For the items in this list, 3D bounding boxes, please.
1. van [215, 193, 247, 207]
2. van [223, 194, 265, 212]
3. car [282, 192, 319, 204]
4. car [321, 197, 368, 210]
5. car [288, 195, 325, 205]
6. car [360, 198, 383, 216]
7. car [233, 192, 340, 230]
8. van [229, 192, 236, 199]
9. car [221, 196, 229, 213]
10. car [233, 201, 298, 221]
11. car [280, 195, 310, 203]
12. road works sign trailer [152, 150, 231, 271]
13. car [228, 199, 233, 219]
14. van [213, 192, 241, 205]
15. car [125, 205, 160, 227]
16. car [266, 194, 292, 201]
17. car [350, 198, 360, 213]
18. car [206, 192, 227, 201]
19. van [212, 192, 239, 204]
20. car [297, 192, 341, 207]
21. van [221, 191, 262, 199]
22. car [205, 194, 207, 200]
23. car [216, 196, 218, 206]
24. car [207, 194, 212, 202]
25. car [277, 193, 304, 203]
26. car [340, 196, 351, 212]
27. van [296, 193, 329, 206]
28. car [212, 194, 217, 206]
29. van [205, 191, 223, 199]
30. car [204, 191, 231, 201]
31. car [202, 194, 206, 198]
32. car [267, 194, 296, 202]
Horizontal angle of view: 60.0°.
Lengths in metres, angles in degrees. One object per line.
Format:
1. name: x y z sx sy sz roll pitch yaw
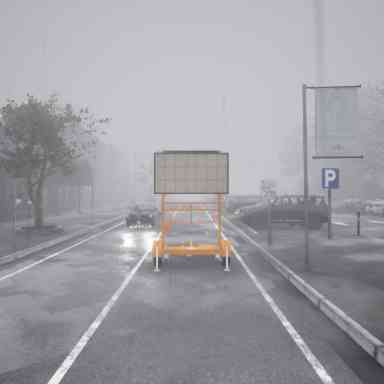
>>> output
1. van: 5.712 1.131 48.617 4.442 1.987 1.878 0 0 0
2. van: 5.751 1.199 37.397 4.442 1.987 1.878 0 0 0
3. car: 18.672 1.021 57.578 5.566 2.045 2.435 0 1 0
4. car: 18.672 1.443 40.919 4.792 1.488 2.163 0 0 0
5. car: 18.839 1.296 54.805 5.366 1.575 1.946 0 1 0
6. car: 18.711 1.194 29.817 5.566 2.045 2.435 0 0 0
7. car: 5.664 1.210 20.574 5.566 2.045 2.435 0 0 0
8. van: 5.780 1.220 28.985 4.442 1.987 1.878 0 0 0
9. car: 5.648 1.441 31.788 5.008 1.535 2.097 0 0 0
10. car: 5.676 1.491 26.182 4.674 1.452 2.002 0 0 0
11. car: 18.605 1.275 60.356 4.792 1.488 2.163 0 1 0
12. road works sign trailer: -0.027 0.458 10.831 2.380 3.560 2.880 0 0 -1
13. car: 5.497 1.453 23.378 5.366 1.575 1.946 0 0 0
14. van: 5.692 1.078 54.221 4.442 1.987 1.878 0 1 0
15. car: -3.298 1.569 22.852 1.895 1.301 4.718 0 0 0
16. car: 18.601 1.140 71.459 4.892 1.521 2.231 0 1 0
17. car: 18.724 1.442 32.592 4.892 1.521 2.231 0 0 0
18. car: 5.476 0.989 73.844 4.553 1.767 2.185 0 1 0
19. van: 5.682 1.051 57.024 4.442 1.987 1.878 0 1 0
20. car: 18.701 1.101 49.251 5.566 2.045 2.435 0 1 0
21. van: 5.527 1.209 34.594 4.442 1.987 1.878 0 0 0
22. car: 5.534 1.236 65.436 4.674 1.452 2.002 0 1 0
23. car: 5.653 1.444 40.200 4.792 1.488 2.163 0 0 0
24. car: 5.557 1.079 51.417 5.566 2.045 2.435 0 1 0
25. car: 18.655 1.093 63.131 4.553 1.767 2.185 0 1 0
26. car: 18.715 1.433 35.370 5.008 1.535 2.097 0 0 0
27. van: 18.780 1.100 52.028 4.442 1.987 1.878 0 1 0
28. car: 5.611 1.379 45.811 4.892 1.521 2.231 0 0 0
29. van: 5.362 0.807 82.252 4.442 1.987 1.878 0 1 0
30. car: 5.489 0.890 71.040 5.566 2.045 2.435 0 1 0
31. car: 5.498 0.917 68.236 5.566 2.045 2.435 0 1 0
32. car: 18.420 1.162 68.682 5.366 1.575 1.946 0 1 0
